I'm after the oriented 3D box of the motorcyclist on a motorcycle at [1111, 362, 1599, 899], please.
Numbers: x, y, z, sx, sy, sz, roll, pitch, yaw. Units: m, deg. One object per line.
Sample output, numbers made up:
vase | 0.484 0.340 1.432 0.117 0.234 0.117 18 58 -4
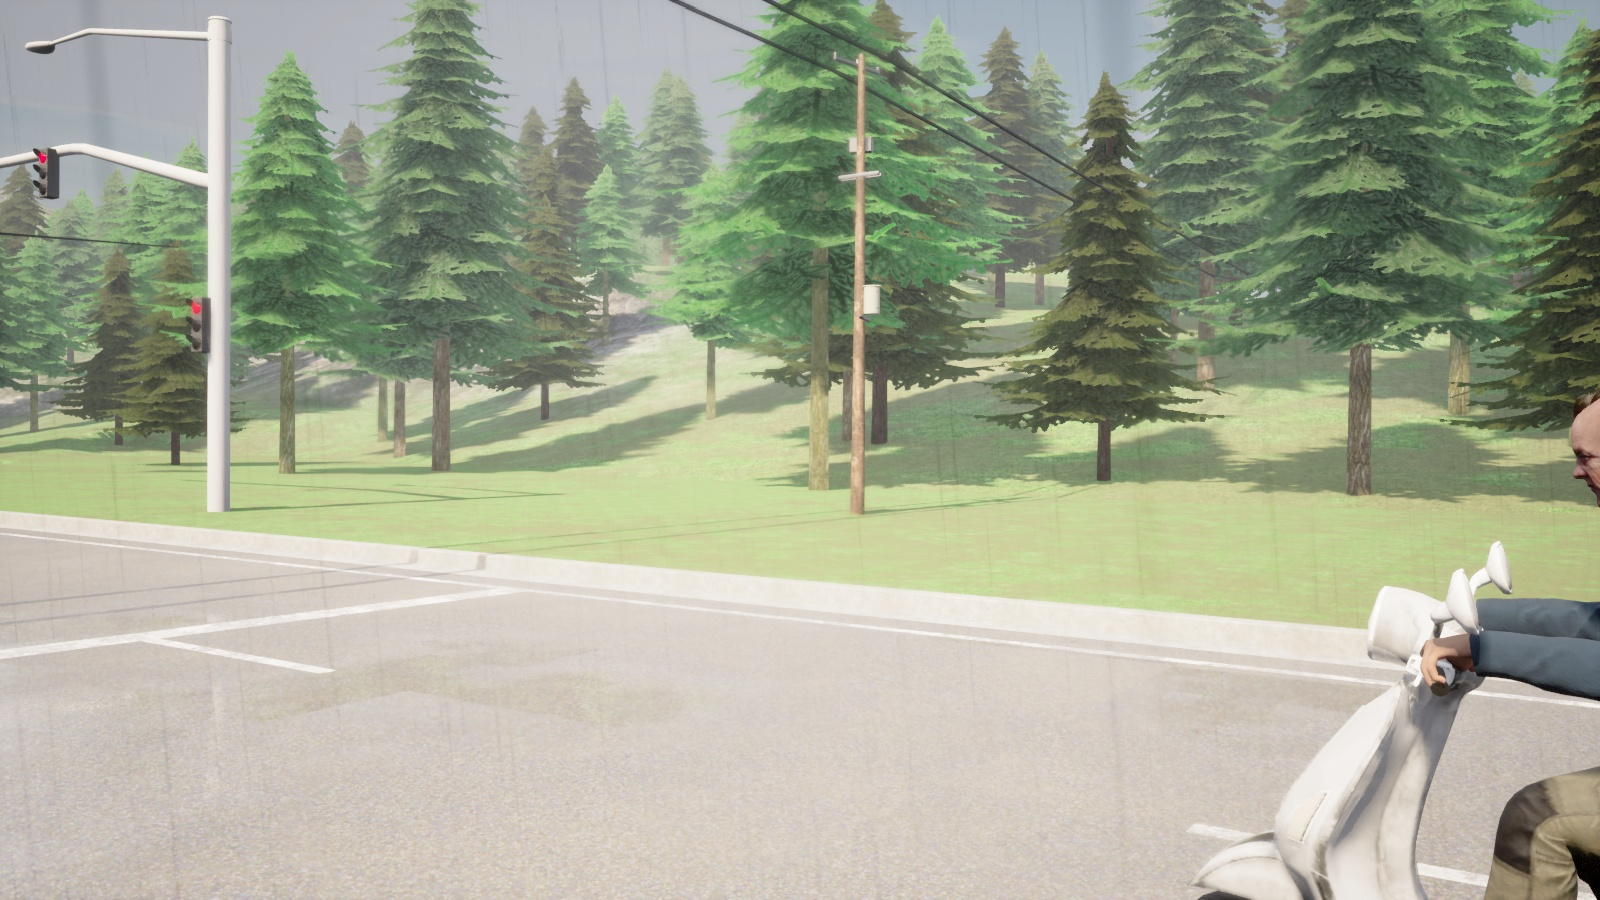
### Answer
motorcyclist on a motorcycle | 1.659 0.635 2.519 1.817 1.590 0.866 0 1 34
